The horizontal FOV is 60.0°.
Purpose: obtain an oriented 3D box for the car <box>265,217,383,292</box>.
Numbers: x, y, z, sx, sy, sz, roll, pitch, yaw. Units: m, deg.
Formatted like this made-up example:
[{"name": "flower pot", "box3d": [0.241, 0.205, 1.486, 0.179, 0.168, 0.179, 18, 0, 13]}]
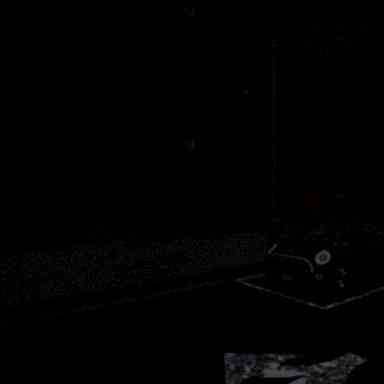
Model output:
[{"name": "car", "box3d": [3.846, 1.466, 8.923, 4.097, 1.590, 1.967, 0, 0, -35]}]
